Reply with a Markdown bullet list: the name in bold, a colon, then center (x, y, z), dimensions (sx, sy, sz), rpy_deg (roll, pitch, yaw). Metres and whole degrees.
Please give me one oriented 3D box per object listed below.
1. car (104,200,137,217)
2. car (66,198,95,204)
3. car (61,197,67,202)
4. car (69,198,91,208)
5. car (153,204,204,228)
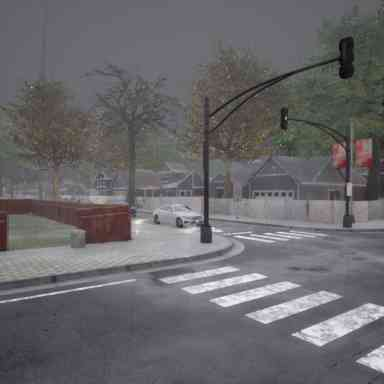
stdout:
- **car**: center (-6.861, 1.513, 30.802), dimensions (1.882, 1.535, 5.008), rpy_deg (0, 0, -36)
- **car**: center (-12.849, 1.530, 39.182), dimensions (1.882, 1.535, 5.008), rpy_deg (0, 0, -35)
- **car**: center (-22.394, 1.601, 57.395), dimensions (2.128, 1.511, 4.902), rpy_deg (0, 0, -36)
- **car**: center (-16.733, 1.654, 49.588), dimensions (1.994, 1.385, 4.181), rpy_deg (0, 0, -35)
- **car**: center (-1.022, 1.547, 22.634), dimensions (1.812, 1.442, 4.674), rpy_deg (0, 0, -36)
